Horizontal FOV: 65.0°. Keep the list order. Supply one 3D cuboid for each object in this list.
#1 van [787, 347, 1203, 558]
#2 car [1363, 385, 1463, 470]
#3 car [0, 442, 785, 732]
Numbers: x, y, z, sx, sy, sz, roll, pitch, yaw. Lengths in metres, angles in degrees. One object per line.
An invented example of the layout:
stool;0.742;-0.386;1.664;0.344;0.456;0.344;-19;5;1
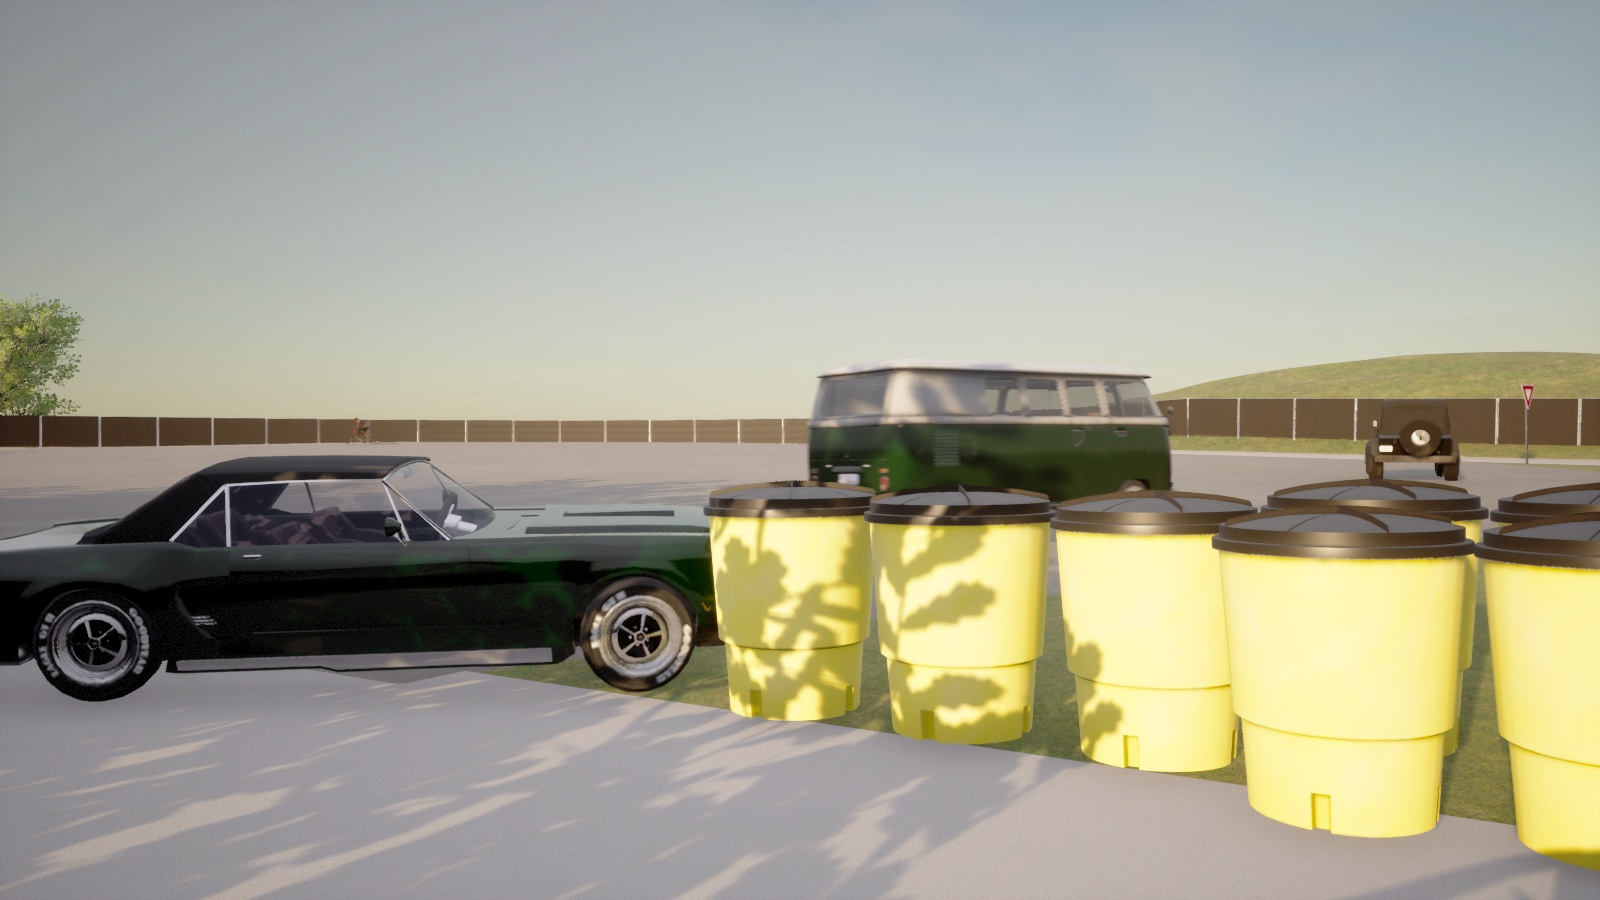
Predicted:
van;2.229;-0.013;13.826;4.442;1.987;1.775;-2;0;-34
car;14.591;-0.538;30.066;1.905;1.878;3.866;-1;1;23
car;-2.548;0.731;7.769;4.718;1.301;1.895;-2;4;-6
